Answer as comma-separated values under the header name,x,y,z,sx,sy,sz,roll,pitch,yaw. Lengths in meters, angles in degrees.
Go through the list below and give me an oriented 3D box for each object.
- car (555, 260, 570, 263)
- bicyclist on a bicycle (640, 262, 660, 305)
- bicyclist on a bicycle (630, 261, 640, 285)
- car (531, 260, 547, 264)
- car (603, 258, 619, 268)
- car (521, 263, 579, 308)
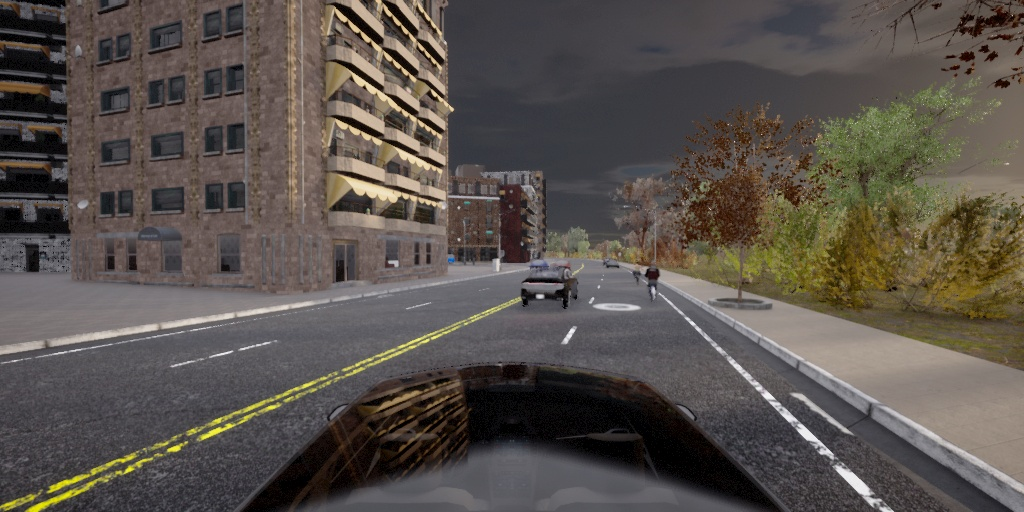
name,x,y,z,sx,sy,sz,roll,pitch,yaw
car,6.287,1.213,44.863,1.882,1.535,5.008,0,0,14
bicyclist on a bicycle,5.855,1.115,14.965,0.659,1.776,1.843,0,0,17
bicyclist on a bicycle,8.710,1.177,24.971,0.866,1.612,1.509,0,0,16
car,3.616,1.213,47.491,1.882,1.535,5.008,0,0,14
car,16.673,1.281,59.651,1.994,1.385,4.181,0,0,13
car,1.729,1.237,15.289,2.128,1.511,4.902,0,0,17
